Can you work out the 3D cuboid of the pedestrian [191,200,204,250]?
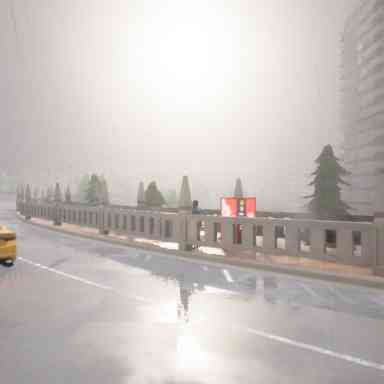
[{"bbox_3d":[0.136,1.141,12.074,0.375,1.860,0.375,0,0,41],"label":"pedestrian"}]

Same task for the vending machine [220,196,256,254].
[{"bbox_3d":[1.764,1.195,12.652,0.880,2.100,1.100,0,0,41],"label":"vending machine"}]

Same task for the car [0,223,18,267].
[{"bbox_3d":[-7.192,1.477,10.473,5.008,1.535,1.882,0,0,44],"label":"car"}]
